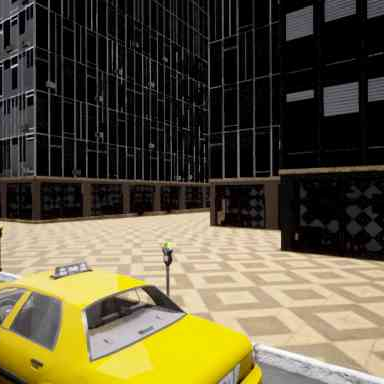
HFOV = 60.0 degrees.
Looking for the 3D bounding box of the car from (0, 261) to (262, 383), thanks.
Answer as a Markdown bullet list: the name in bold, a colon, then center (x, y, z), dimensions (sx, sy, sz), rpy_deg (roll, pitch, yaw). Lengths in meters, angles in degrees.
- **car**: center (-1.618, 1.526, 4.021), dimensions (4.829, 1.417, 1.752), rpy_deg (0, 0, 35)
